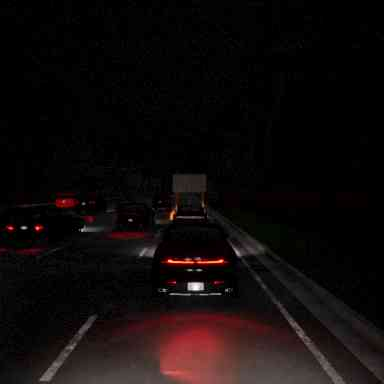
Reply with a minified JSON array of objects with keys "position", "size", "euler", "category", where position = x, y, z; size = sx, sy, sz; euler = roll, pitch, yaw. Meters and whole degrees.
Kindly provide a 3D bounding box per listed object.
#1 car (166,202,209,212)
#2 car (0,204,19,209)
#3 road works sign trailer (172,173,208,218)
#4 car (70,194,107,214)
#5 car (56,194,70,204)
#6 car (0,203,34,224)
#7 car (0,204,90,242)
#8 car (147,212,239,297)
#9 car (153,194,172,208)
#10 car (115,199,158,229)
[{"position":[-0.044,1.489,18.978],"size":[2.128,1.511,4.902],"euler":[1,0,1],"category":"car"},{"position":[-10.497,1.352,15.635],"size":[2.097,1.767,4.553],"euler":[0,0,0],"category":"car"},{"position":[-0.169,0.466,22.849],"size":[2.380,3.560,2.880],"euler":[0,0,-3],"category":"road works sign trailer"},{"position":[-10.656,1.225,35.323],"size":[2.150,2.045,5.566],"euler":[0,0,0],"category":"car"},{"position":[-14.192,1.222,39.441],"size":[2.150,2.045,5.566],"euler":[0,0,0],"category":"car"},{"position":[-14.073,1.601,25.364],"size":[1.895,1.301,4.718],"euler":[0,0,0],"category":"car"},{"position":[-6.998,1.548,16.346],"size":[2.033,1.411,5.357],"euler":[0,0,-1],"category":"car"},{"position":[0.054,1.505,8.593],"size":[1.837,1.490,4.892],"euler":[0,0,0],"category":"car"},{"position":[-3.701,1.225,41.147],"size":[2.150,2.045,5.566],"euler":[0,0,-1],"category":"car"},{"position":[-3.542,1.479,21.539],"size":[1.882,1.535,5.008],"euler":[0,0,0],"category":"car"}]
